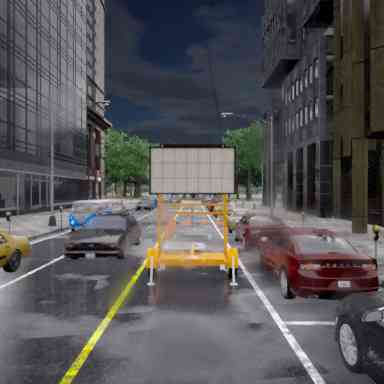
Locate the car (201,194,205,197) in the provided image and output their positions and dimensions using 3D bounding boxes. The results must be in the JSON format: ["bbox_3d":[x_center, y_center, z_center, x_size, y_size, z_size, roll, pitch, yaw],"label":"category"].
[{"bbox_3d":[2.853,1.455,57.225,1.967,1.590,4.097,0,0,0],"label":"car"}]

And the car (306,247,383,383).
[{"bbox_3d":[2.767,1.551,2.849,2.008,1.369,4.403,0,0,0],"label":"car"}]

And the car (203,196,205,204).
[{"bbox_3d":[2.836,1.535,46.520,1.752,1.417,4.829,0,0,0],"label":"car"}]

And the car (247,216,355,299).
[{"bbox_3d":[2.776,1.545,8.287,1.887,1.381,4.507,0,0,0],"label":"car"}]

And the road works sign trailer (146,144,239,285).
[{"bbox_3d":[0.015,0.465,9.434,2.380,3.560,2.880,0,0,0],"label":"road works sign trailer"}]

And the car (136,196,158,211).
[{"bbox_3d":[-5.698,1.573,40.926,1.947,1.339,4.313,0,0,0],"label":"car"}]

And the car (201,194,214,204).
[{"bbox_3d":[2.861,1.333,62.663,2.192,1.841,5.009,0,0,0],"label":"car"}]

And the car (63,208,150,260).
[{"bbox_3d":[-3.079,1.548,12.743,2.033,1.411,5.357,0,0,0],"label":"car"}]

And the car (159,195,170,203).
[{"bbox_3d":[-5.655,1.462,68.114,1.967,1.590,4.097,0,0,0],"label":"car"}]

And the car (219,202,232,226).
[{"bbox_3d":[2.793,1.527,19.332,1.752,1.417,4.829,0,0,0],"label":"car"}]

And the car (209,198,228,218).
[{"bbox_3d":[2.810,1.529,30.207,1.752,1.417,4.829,0,0,0],"label":"car"}]

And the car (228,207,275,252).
[{"bbox_3d":[2.784,1.545,13.725,1.887,1.381,4.507,0,0,0],"label":"car"}]

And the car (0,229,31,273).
[{"bbox_3d":[-5.750,1.525,8.131,1.752,1.417,4.829,0,0,0],"label":"car"}]

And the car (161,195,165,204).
[{"bbox_3d":[-5.681,1.537,51.632,1.752,1.417,4.829,0,0,0],"label":"car"}]

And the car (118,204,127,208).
[{"bbox_3d":[-5.724,1.553,24.614,2.008,1.369,4.403,0,0,0],"label":"car"}]

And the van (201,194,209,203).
[{"bbox_3d":[2.879,1.367,73.538,1.690,1.788,3.998,0,0,0],"label":"van"}]

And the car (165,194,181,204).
[{"bbox_3d":[-2.910,1.505,56.120,2.128,1.511,4.902,0,0,0],"label":"car"}]

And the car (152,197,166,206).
[{"bbox_3d":[-5.672,1.581,57.239,1.947,1.339,4.313,0,0,0],"label":"car"}]

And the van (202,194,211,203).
[{"bbox_3d":[2.870,1.363,68.100,1.690,1.788,3.998,0,0,0],"label":"van"}]

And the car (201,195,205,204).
[{"bbox_3d":[2.844,1.557,51.788,1.887,1.381,4.507,0,0,0],"label":"car"}]

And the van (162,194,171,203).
[{"bbox_3d":[-5.647,1.367,73.552,1.690,1.788,3.998,0,0,0],"label":"van"}]

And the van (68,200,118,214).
[{"bbox_3d":[-5.733,1.342,19.176,1.690,1.788,3.998,0,0,0],"label":"van"}]

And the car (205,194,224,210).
[{"bbox_3d":[2.818,1.320,35.475,2.192,1.841,5.009,0,0,0],"label":"car"}]
